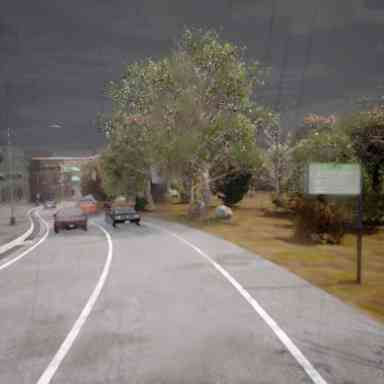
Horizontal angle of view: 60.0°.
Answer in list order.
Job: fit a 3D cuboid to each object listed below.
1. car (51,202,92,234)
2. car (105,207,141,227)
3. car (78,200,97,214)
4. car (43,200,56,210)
[{"bbox_3d":[-7.752,1.691,21.254,1.882,1.535,5.008,-2,0,-21],"label":"car"},{"bbox_3d":[-5.080,1.700,23.867,1.895,1.301,4.718,-2,0,-22],"label":"car"},{"bbox_3d":[-12.916,1.716,40.057,2.097,1.767,4.553,-3,1,-27],"label":"car"},{"bbox_3d":[-24.910,2.230,58.434,2.128,1.511,4.902,-2,1,-20],"label":"car"}]
